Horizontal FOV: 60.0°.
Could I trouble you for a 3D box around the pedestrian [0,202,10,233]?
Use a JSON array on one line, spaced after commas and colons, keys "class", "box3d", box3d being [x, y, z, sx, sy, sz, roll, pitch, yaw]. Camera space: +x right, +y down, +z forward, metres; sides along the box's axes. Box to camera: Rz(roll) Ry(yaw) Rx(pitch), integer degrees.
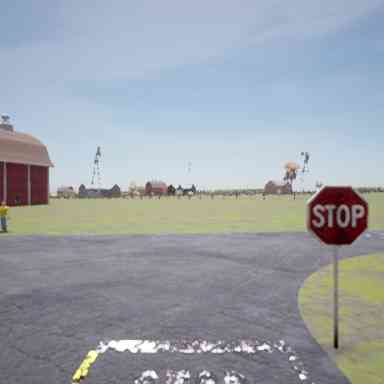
[{"class": "pedestrian", "box3d": [-11.198, 1.489, 19.870, 0.375, 1.860, 0.375, 0, 0, 4]}]
